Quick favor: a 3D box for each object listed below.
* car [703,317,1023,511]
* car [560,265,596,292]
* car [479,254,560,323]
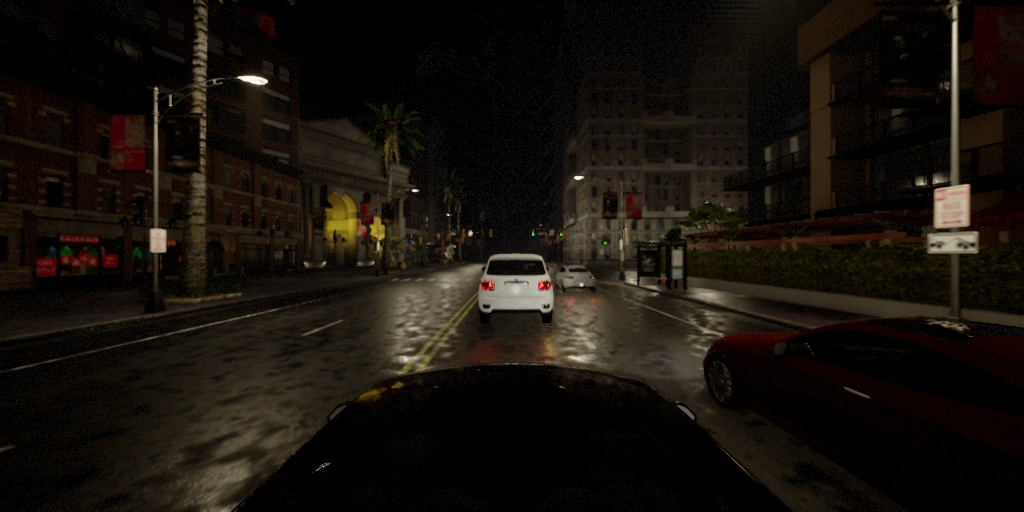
[{"bbox_3d":[3.634,1.274,3.155,1.812,1.442,4.674,0,0,0],"label":"car"},{"bbox_3d":[3.622,1.254,20.959,1.812,1.442,4.674,0,0,0],"label":"car"},{"bbox_3d":[0.115,0.958,12.228,2.150,2.045,5.566,0,0,0],"label":"car"}]
